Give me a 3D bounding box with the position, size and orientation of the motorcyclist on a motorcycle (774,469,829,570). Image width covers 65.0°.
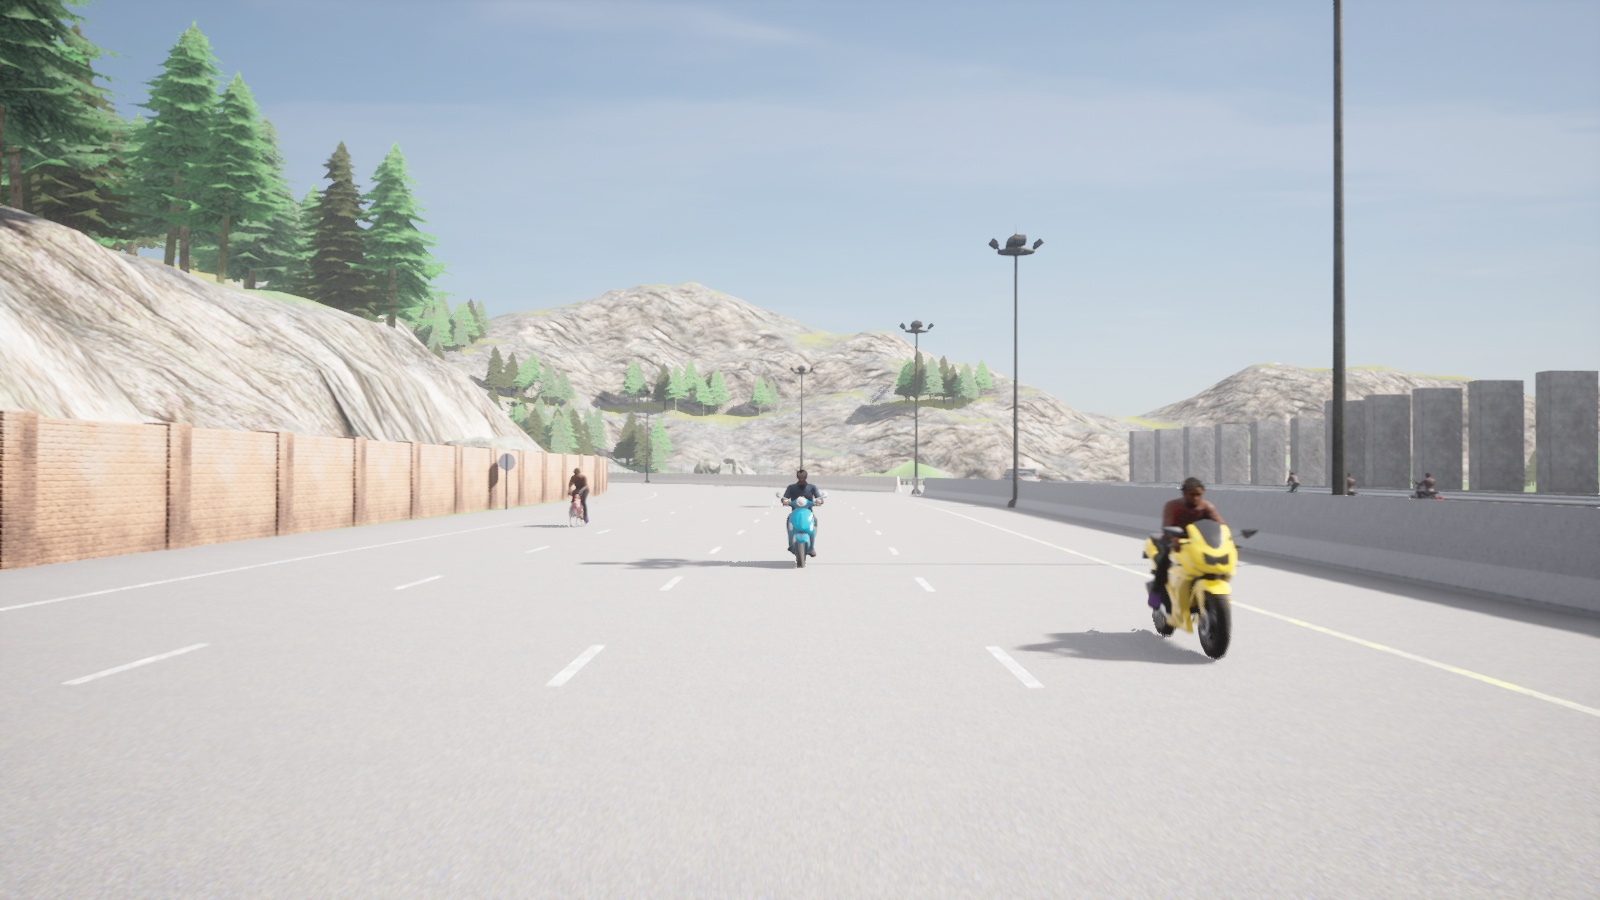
[{"bbox_3d":[0.034,1.115,20.709,0.866,1.590,1.817,0,-1,1],"label":"motorcyclist on a motorcycle"}]

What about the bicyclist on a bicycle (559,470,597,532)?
[{"bbox_3d":[-6.027,1.364,34.173,0.582,1.620,1.656,0,-1,7],"label":"bicyclist on a bicycle"}]

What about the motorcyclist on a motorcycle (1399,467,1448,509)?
[{"bbox_3d":[25.063,1.511,50.521,0.766,1.649,2.350,0,-1,0],"label":"motorcyclist on a motorcycle"}]

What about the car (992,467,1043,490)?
[{"bbox_3d":[15.814,2.062,91.538,2.152,1.651,5.027,0,-1,-9],"label":"car"}]

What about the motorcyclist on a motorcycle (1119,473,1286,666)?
[{"bbox_3d":[3.456,0.967,10.991,0.797,1.523,2.044,0,-1,0],"label":"motorcyclist on a motorcycle"}]
